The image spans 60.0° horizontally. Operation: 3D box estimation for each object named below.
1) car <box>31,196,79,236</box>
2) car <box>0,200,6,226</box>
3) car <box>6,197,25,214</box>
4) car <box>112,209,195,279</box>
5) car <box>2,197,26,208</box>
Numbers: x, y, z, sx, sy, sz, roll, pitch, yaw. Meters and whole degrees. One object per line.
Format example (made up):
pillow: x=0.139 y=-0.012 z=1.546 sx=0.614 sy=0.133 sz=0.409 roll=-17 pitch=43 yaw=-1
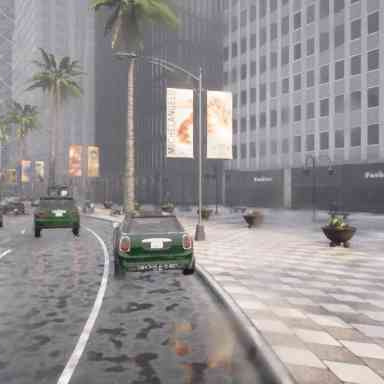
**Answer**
car: x=-7.774 y=1.217 z=18.846 sx=2.150 sy=2.045 sz=5.566 roll=0 pitch=0 yaw=-26
car: x=-14.066 y=1.341 z=22.453 sx=2.097 sy=1.767 sz=4.553 roll=0 pitch=0 yaw=-33
car: x=-18.595 y=1.489 z=34.207 sx=1.837 sy=1.490 sz=4.892 roll=0 pitch=0 yaw=-38
car: x=-1.383 y=1.352 z=10.393 sx=2.097 sy=1.767 sz=4.553 roll=0 pitch=0 yaw=-14
car: x=-25.899 y=1.461 z=48.418 sx=2.231 sy=1.521 sz=4.892 roll=0 pitch=0 yaw=-39
